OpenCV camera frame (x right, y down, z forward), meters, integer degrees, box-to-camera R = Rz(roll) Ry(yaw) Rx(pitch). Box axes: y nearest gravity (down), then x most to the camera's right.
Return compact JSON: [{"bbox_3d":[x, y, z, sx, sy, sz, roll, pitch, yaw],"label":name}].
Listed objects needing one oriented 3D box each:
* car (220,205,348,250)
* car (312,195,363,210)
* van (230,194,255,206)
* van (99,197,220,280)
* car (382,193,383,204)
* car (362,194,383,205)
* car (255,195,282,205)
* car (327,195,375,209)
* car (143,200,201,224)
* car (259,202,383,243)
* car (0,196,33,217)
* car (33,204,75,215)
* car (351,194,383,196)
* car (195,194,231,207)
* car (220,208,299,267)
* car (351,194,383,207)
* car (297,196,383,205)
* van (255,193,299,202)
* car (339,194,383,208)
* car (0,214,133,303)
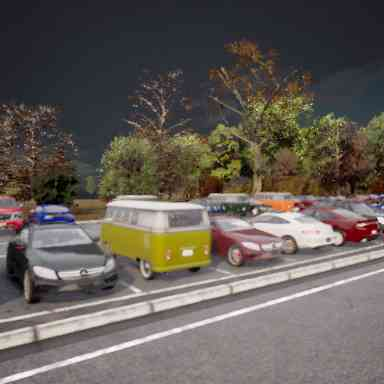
[{"bbox_3d":[3.429,1.502,13.447,2.002,1.452,4.674,-1,1,-35],"label":"car"},{"bbox_3d":[16.703,1.146,38.318,2.097,1.535,5.008,-1,1,-35],"label":"car"},{"bbox_3d":[2.929,1.130,28.664,1.878,1.987,4.442,-1,0,-35],"label":"van"},{"bbox_3d":[-1.361,1.276,10.187,1.878,1.987,4.442,0,0,-35],"label":"van"},{"bbox_3d":[30.606,0.931,48.214,2.231,1.521,4.892,-1,1,-35],"label":"car"},{"bbox_3d":[26.013,1.004,44.930,2.231,1.521,4.892,-1,1,-35],"label":"car"},{"bbox_3d":[5.299,1.322,30.211,2.231,1.521,4.892,-1,1,-35],"label":"car"},{"bbox_3d":[19.091,1.139,40.047,2.163,1.488,4.792,-1,1,-35],"label":"car"},{"bbox_3d":[-1.619,1.456,25.326,2.163,1.488,4.792,-1,0,-35],"label":"car"},{"bbox_3d":[5.732,1.426,15.082,2.097,1.535,5.008,-1,1,-35],"label":"car"},{"bbox_3d":[-10.910,1.238,18.650,2.435,2.045,5.566,0,0,-35],"label":"car"},{"bbox_3d":[-8.614,1.501,20.310,2.097,1.535,5.008,1,0,-35],"label":"car"},{"bbox_3d":[12.618,1.069,20.020,2.435,2.045,5.566,-1,1,-35],"label":"car"},{"bbox_3d":[0.615,1.267,26.836,2.185,1.767,4.553,-1,1,-35],"label":"car"},{"bbox_3d":[1.116,1.532,11.809,2.002,1.452,4.674,-1,1,-35],"label":"car"},{"bbox_3d":[23.712,1.038,43.292,2.097,1.535,5.008,-1,1,-35],"label":"car"},{"bbox_3d":[8.012,1.266,16.749,2.185,1.767,4.553,-1,1,-35],"label":"car"},{"bbox_3d":[7.536,1.059,31.936,1.878,1.987,4.442,-1,1,-35],"label":"van"},{"bbox_3d":[21.411,1.074,41.656,2.097,1.535,5.008,-1,1,-35],"label":"car"},{"bbox_3d":[-3.501,1.531,8.525,2.002,1.452,4.674,0,0,-35],"label":"car"}]
